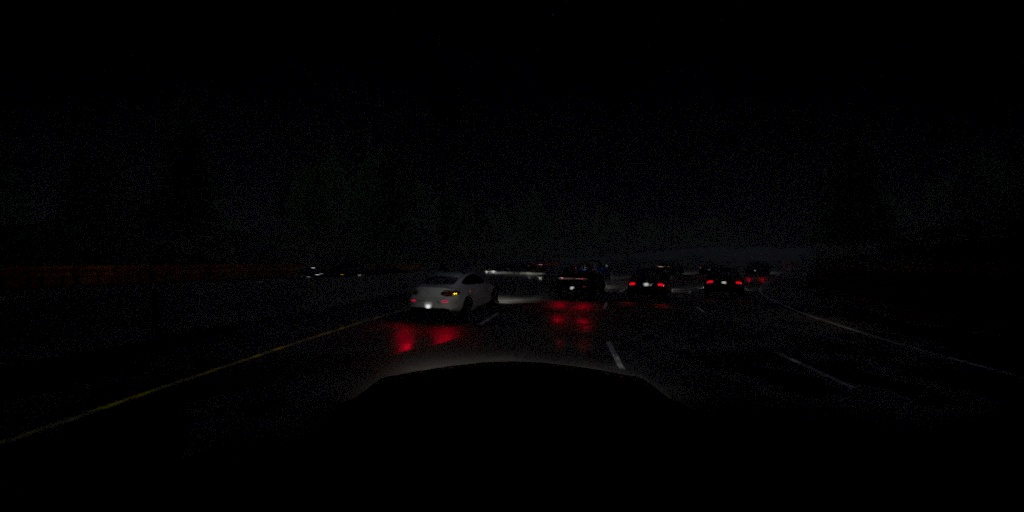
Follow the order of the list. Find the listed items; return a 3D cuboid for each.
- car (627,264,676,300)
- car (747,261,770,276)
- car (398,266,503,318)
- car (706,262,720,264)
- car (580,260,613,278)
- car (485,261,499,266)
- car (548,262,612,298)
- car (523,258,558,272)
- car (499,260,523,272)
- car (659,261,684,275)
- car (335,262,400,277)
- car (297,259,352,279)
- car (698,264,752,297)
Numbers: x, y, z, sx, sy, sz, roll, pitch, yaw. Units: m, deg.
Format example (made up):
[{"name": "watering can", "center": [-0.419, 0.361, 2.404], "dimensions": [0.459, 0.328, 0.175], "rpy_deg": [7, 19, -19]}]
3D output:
[{"name": "car", "center": [7.096, 1.337, 18.323], "dimensions": [2.033, 1.411, 5.357], "rpy_deg": [0, 0, 25]}, {"name": "car", "center": [26.002, 1.242, 37.922], "dimensions": [2.128, 1.511, 4.902], "rpy_deg": [0, 1, 39]}, {"name": "car", "center": [-1.941, 1.258, 12.898], "dimensions": [1.812, 1.442, 4.674], "rpy_deg": [0, 0, 14]}, {"name": "car", "center": [20.668, 1.331, 36.940], "dimensions": [1.994, 1.385, 4.181], "rpy_deg": [0, 1, 39]}, {"name": "car", "center": [7.159, 1.138, 31.246], "dimensions": [2.097, 1.767, 4.553], "rpy_deg": [0, 0, 36]}, {"name": "car", "center": [-1.312, 1.223, 48.973], "dimensions": [2.033, 1.411, 5.357], "rpy_deg": [0, 1, 40]}, {"name": "car", "center": [3.666, 1.258, 18.668], "dimensions": [2.128, 1.511, 4.902], "rpy_deg": [0, 0, 22]}, {"name": "car", "center": [3.921, 1.061, 44.316], "dimensions": [2.097, 1.767, 4.553], "rpy_deg": [0, 1, 40]}, {"name": "car", "center": [0.934, 1.297, 46.198], "dimensions": [1.895, 1.301, 4.718], "rpy_deg": [0, 0, 40]}, {"name": "car", "center": [16.371, 1.258, 37.227], "dimensions": [2.128, 1.511, 4.902], "rpy_deg": [0, 1, 39]}, {"name": "car", "center": [-9.247, 1.273, 24.470], "dimensions": [1.895, 1.301, 4.718], "rpy_deg": [0, 0, 24]}, {"name": "car", "center": [-12.416, 1.154, 25.767], "dimensions": [1.837, 1.490, 4.892], "rpy_deg": [0, 0, 24]}, {"name": "car", "center": [11.734, 1.368, 19.832], "dimensions": [2.033, 1.411, 5.357], "rpy_deg": [0, 0, 30]}]
